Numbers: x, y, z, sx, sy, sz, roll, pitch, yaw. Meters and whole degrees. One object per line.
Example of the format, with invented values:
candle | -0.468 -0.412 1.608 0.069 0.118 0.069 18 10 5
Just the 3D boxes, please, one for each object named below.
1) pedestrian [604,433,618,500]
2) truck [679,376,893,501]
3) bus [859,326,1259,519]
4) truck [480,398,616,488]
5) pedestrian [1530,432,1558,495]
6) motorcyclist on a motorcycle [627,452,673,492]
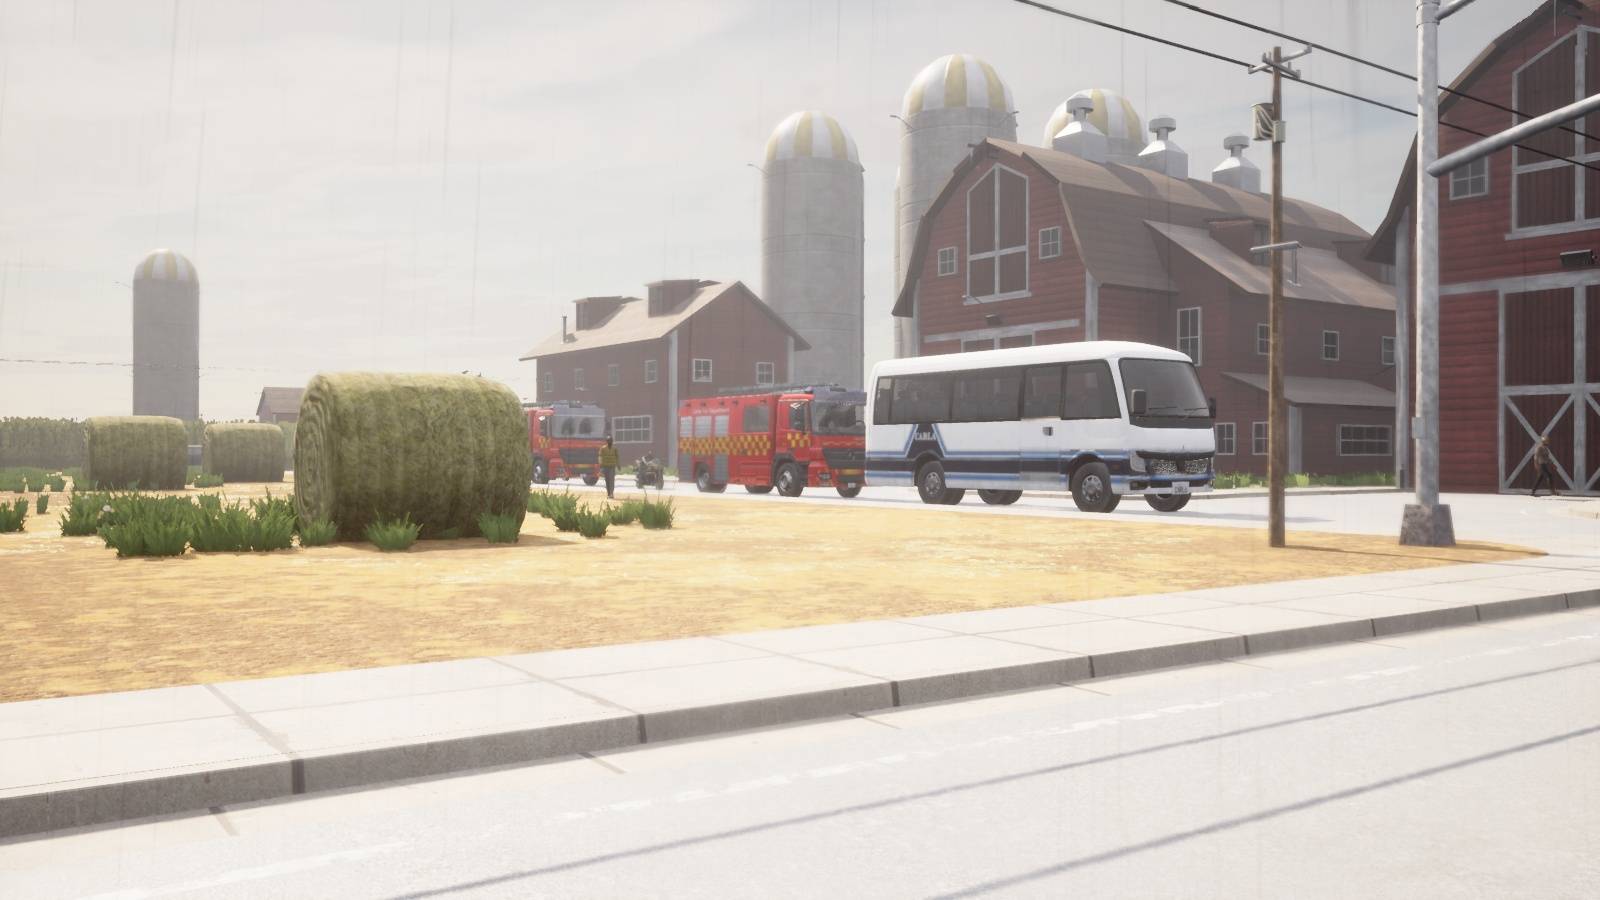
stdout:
pedestrian | -5.271 0.458 34.969 0.370 1.835 0.726 0 0 -10
truck | -0.707 -0.342 42.652 2.891 3.827 8.468 0 0 -36
bus | 6.317 -0.595 32.948 3.944 4.253 10.273 0 0 -36
truck | -11.783 -0.280 57.959 2.891 3.827 8.468 0 0 -36
pedestrian | 22.066 0.404 37.233 0.331 1.846 0.634 0 0 -35
motorcyclist on a motorcycle | -5.970 0.870 49.922 0.866 1.530 2.191 -1 0 -36
